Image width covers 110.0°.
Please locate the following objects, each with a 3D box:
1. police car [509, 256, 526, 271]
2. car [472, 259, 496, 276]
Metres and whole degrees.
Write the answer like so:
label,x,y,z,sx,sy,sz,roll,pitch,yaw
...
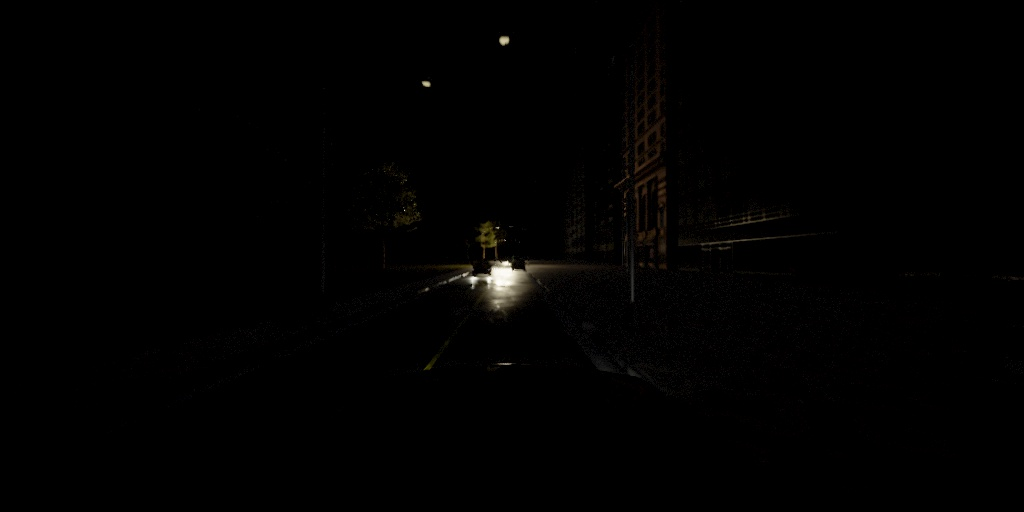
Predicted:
label,x,y,z,sx,sy,sz,roll,pitch,yaw
police car,0.918,1.252,50.179,1.930,1.638,5.238,0,0,0
car,-3.075,1.288,37.754,1.882,1.535,5.008,0,0,0
